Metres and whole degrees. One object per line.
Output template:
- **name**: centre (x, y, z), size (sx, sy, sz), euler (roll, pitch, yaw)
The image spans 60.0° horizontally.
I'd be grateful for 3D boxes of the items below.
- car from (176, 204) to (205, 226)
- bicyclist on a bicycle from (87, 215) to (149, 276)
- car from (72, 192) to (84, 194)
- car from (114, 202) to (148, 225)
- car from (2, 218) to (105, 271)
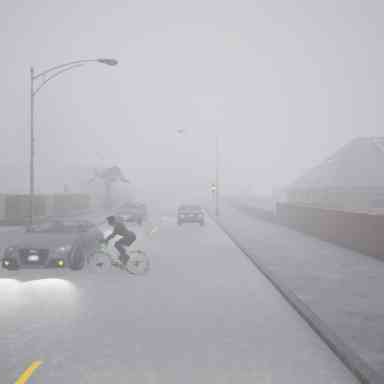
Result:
- **car**: centre (-0.143, 1.547, 23.366), size (2.033, 1.411, 5.357), euler (0, 0, -2)
- **bicyclist on a bicycle**: centre (-1.978, 1.451, 8.871), size (1.656, 1.620, 0.582), euler (-1, 0, -1)
- **car**: centre (-20.413, 0.985, 58.051), size (1.905, 1.878, 3.866), euler (0, 0, 34)
- **car**: centre (-4.291, 1.490, 23.863), size (2.128, 1.511, 4.902), euler (0, 0, 0)
- **car**: centre (-4.205, 1.564, 10.787), size (1.994, 1.385, 4.181), euler (0, 0, 0)
